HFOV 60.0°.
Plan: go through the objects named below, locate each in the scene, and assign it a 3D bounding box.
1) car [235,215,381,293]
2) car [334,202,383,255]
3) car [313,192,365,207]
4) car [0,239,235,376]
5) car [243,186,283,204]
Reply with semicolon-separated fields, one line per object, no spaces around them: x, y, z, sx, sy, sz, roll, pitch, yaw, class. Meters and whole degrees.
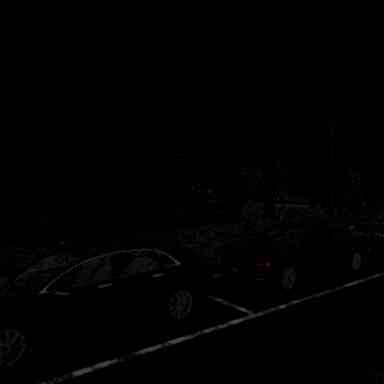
2.769;1.455;8.649;4.507;1.381;1.887;-1;0;-36;car
7.201;1.282;11.830;4.097;1.590;1.967;-1;0;-36;car
13.853;0.800;31.565;2.128;1.511;4.902;-1;2;-36;car
-1.664;1.529;5.467;4.403;1.369;2.008;-1;0;-36;car
8.091;0.339;39.552;2.150;2.045;5.566;-1;2;-36;car
